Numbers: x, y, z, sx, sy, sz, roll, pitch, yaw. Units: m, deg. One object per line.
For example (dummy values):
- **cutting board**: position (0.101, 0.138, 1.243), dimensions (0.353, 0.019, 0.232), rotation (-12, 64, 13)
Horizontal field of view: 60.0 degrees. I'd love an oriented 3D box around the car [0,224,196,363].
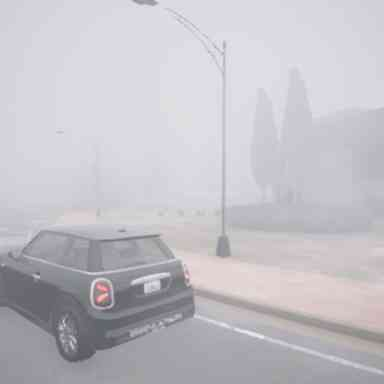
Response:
- **car**: position (-2.127, 1.392, 6.267), dimensions (4.553, 1.767, 2.097), rotation (0, -1, 43)
